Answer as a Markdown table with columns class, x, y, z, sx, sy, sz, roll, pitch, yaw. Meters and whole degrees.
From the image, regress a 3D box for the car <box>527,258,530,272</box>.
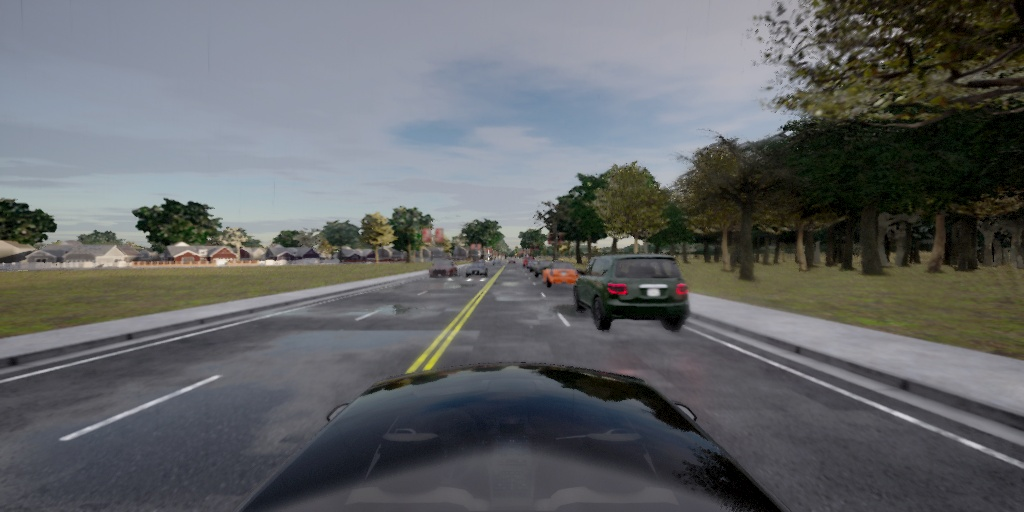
| class | x | y | z | sx | sy | sz | roll | pitch | yaw |
| --- | --- | --- | --- | --- | --- | --- | --- | --- | --- |
| car | 3.239 | 1.351 | 46.661 | 1.812 | 1.442 | 4.674 | 0 | 0 | 0 |

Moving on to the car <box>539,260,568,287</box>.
| class | x | y | z | sx | sy | sz | roll | pitch | yaw |
| --- | --- | --- | --- | --- | --- | --- | --- | --- | --- |
| car | 3.244 | 1.131 | 24.628 | 2.097 | 1.767 | 4.553 | 0 | 0 | 0 |

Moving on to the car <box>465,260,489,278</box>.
| class | x | y | z | sx | sy | sz | roll | pitch | yaw |
| --- | --- | --- | --- | --- | --- | --- | --- | --- | --- |
| car | -3.349 | 1.364 | 35.041 | 1.994 | 1.385 | 4.181 | 0 | 0 | 0 |

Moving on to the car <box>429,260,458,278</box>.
| class | x | y | z | sx | sy | sz | roll | pitch | yaw |
| --- | --- | --- | --- | --- | --- | --- | --- | --- | --- |
| car | -6.599 | 1.151 | 34.836 | 2.097 | 1.767 | 4.553 | 0 | 0 | 0 |

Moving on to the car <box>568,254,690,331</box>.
| class | x | y | z | sx | sy | sz | roll | pitch | yaw |
| --- | --- | --- | --- | --- | --- | --- | --- | --- | --- |
| car | 3.346 | 0.975 | 11.123 | 2.150 | 2.045 | 5.566 | 0 | 0 | 0 |

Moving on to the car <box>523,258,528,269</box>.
| class | x | y | z | sx | sy | sz | roll | pitch | yaw |
| --- | --- | --- | --- | --- | --- | --- | --- | --- | --- |
| car | 3.236 | 1.399 | 57.663 | 2.033 | 1.411 | 5.357 | 0 | 0 | 0 |

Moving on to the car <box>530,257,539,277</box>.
| class | x | y | z | sx | sy | sz | roll | pitch | yaw |
| --- | --- | --- | --- | --- | --- | --- | --- | --- | --- |
| car | 3.242 | 1.154 | 35.630 | 2.097 | 1.767 | 4.553 | 0 | 0 | 0 |
